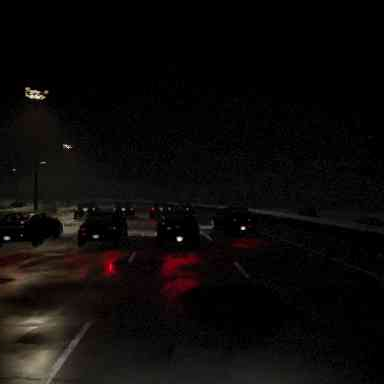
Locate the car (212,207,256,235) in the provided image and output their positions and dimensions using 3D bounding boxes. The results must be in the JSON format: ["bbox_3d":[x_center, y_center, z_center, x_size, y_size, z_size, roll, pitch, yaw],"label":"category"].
[{"bbox_3d":[2.403,1.659,19.913,1.837,1.490,4.892,0,0,-7],"label":"car"}]

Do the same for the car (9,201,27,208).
[{"bbox_3d":[-25.802,2.120,49.460,1.837,1.490,4.892,0,-1,-18],"label":"car"}]

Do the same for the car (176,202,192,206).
[{"bbox_3d":[-0.974,1.909,39.407,1.994,1.385,4.181,0,0,-13],"label":"car"}]

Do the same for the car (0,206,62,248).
[{"bbox_3d":[-7.745,1.688,15.986,2.128,1.511,4.902,0,0,-5],"label":"car"}]

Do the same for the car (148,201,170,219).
[{"bbox_3d":[-3.253,1.660,33.214,2.097,1.767,4.553,0,-1,-11],"label":"car"}]

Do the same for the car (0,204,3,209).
[{"bbox_3d":[-29.294,2.186,48.984,2.033,1.411,5.357,0,-1,-18],"label":"car"}]

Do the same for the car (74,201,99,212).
[{"bbox_3d":[-10.352,1.712,33.024,2.097,1.767,4.553,0,-1,-12],"label":"car"}]

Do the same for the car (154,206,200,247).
[{"bbox_3d":[-0.719,1.648,15.843,1.837,1.490,4.892,0,0,-5],"label":"car"}]

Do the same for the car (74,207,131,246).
[{"bbox_3d":[-4.258,1.698,16.279,1.812,1.442,4.674,0,0,-5],"label":"car"}]

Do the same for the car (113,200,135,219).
[{"bbox_3d":[-6.801,1.686,33.092,2.097,1.767,4.553,0,-1,-11],"label":"car"}]
